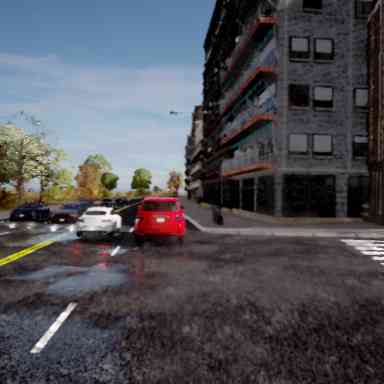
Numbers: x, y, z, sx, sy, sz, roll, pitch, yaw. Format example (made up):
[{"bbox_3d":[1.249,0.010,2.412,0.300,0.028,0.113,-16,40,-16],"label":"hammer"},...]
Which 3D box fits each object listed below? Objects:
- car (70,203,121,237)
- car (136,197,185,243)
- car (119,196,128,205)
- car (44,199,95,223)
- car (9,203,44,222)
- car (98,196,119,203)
[{"bbox_3d":[-4.996,1.548,18.188,1.812,1.442,4.674,1,0,-6],"label":"car"},{"bbox_3d":[-1.571,1.280,16.614,2.150,2.045,5.566,1,0,-5],"label":"car"},{"bbox_3d":[-12.672,1.417,60.153,1.882,1.535,5.008,1,0,-5],"label":"car"},{"bbox_3d":[-9.206,1.548,25.491,2.033,1.411,5.357,1,0,-6],"label":"car"},{"bbox_3d":[-12.535,1.520,26.059,1.994,1.385,4.181,1,0,-6],"label":"car"},{"bbox_3d":[-11.187,1.578,43.910,1.837,1.490,4.892,1,-1,-6],"label":"car"}]
